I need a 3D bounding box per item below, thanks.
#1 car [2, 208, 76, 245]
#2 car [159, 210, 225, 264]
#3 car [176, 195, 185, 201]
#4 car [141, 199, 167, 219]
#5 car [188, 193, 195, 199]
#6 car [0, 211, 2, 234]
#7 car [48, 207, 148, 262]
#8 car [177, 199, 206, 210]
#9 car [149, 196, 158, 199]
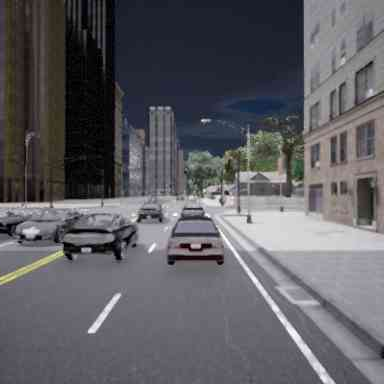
[{"bbox_3d":[-6.594,1.543,16.020,2.128,1.511,4.902,0,0,0],"label":"car"},{"bbox_3d":[0.108,1.586,11.931,2.033,1.411,5.357,0,0,0],"label":"car"},{"bbox_3d":[-3.269,1.619,92.507,2.097,1.767,4.553,0,0,0],"label":"car"},{"bbox_3d":[-3.155,1.586,26.700,1.837,1.490,4.892,0,0,0],"label":"car"},{"bbox_3d":[-0.019,1.788,92.537,1.812,1.442,4.674,0,0,0],"label":"car"},{"bbox_3d":[-9.840,1.659,18.361,1.895,1.301,4.718,0,0,0],"label":"car"},{"bbox_3d":[-3.153,1.532,12.357,2.128,1.511,4.902,0,0,0],"label":"car"},{"bbox_3d":[0.093,1.572,26.424,2.128,1.511,4.902,0,0,0],"label":"car"},{"bbox_3d":[-9.768,1.772,84.439,2.128,1.511,4.902,0,0,0],"label":"car"}]
